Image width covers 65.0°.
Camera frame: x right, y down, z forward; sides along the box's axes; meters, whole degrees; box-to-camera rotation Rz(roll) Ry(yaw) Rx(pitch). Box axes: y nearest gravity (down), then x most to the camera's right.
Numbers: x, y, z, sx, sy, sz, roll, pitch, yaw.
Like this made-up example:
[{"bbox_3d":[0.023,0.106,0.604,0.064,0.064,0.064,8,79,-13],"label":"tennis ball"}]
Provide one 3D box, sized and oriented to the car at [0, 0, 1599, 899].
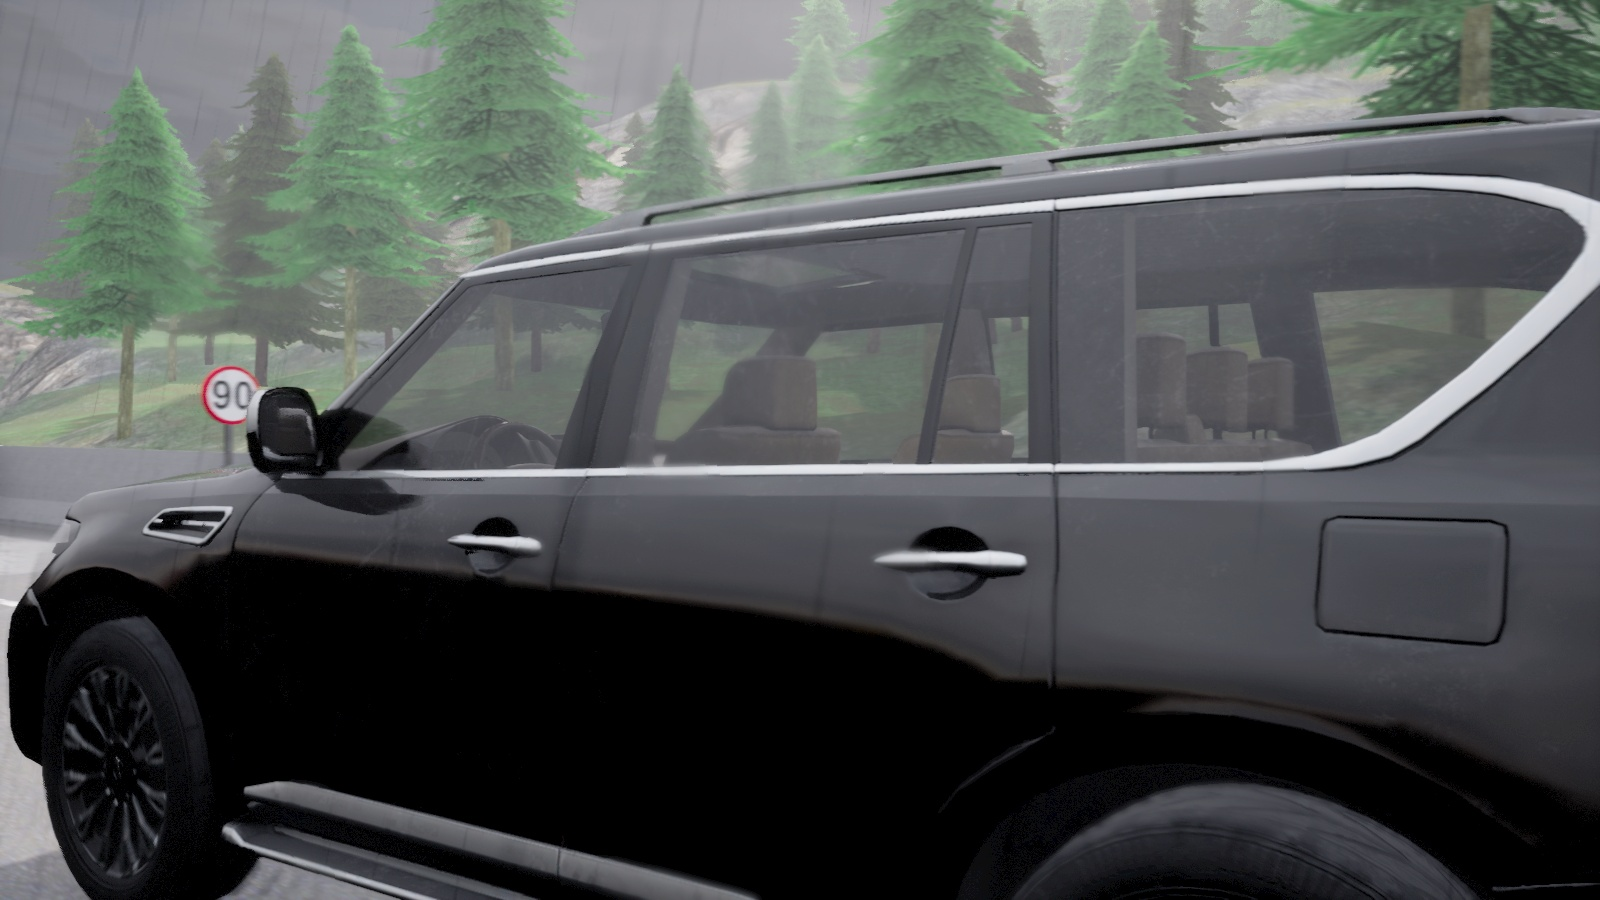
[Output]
[{"bbox_3d":[0.020,0.408,3.609,5.566,2.045,2.150,0,1,34],"label":"car"}]
